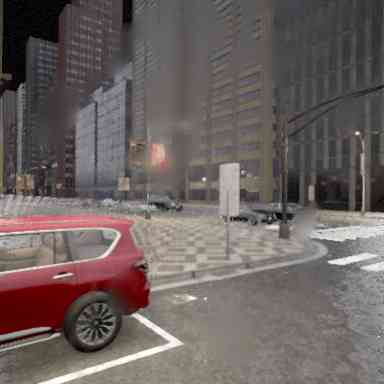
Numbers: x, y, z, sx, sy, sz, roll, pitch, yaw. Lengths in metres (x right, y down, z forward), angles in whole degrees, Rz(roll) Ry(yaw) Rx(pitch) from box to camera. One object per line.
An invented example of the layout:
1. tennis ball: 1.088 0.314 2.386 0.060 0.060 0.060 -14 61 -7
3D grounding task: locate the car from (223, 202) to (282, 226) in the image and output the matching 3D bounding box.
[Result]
1. car: 4.135 1.621 24.130 1.994 1.385 4.181 1 -1 -36

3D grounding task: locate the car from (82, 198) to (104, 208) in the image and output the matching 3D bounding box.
1. car: -15.914 1.724 52.355 1.812 1.442 4.674 1 -1 -36

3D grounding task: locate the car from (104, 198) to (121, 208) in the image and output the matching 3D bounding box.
1. car: -13.270 1.755 54.244 1.812 1.442 4.674 1 -1 -36

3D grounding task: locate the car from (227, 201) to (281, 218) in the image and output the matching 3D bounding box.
1. car: 6.048 1.692 32.992 2.033 1.411 5.357 1 -1 -36

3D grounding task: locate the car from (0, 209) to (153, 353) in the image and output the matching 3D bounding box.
1. car: -2.973 1.315 4.635 5.009 1.841 2.192 0 0 -36

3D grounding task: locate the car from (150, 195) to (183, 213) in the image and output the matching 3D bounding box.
1. car: -3.253 1.375 40.069 2.150 2.045 5.566 1 -1 -35

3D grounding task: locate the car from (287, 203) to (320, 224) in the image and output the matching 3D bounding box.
1. car: 7.290 1.575 25.320 2.128 1.511 4.902 1 0 -36

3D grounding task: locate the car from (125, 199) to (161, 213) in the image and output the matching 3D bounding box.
1. car: -5.847 1.724 38.100 1.895 1.301 4.718 1 -1 -35
